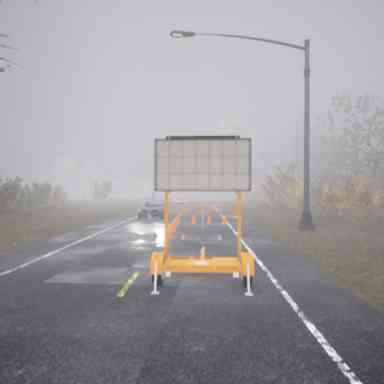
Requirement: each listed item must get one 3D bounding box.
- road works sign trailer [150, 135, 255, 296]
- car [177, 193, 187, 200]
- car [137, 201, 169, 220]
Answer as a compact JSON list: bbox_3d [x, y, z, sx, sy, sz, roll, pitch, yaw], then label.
[{"bbox_3d":[0.273,0.389,8.458,2.380,3.560,2.880,0,1,3],"label":"road works sign trailer"},{"bbox_3d":[-2.014,0.874,67.126,1.882,1.535,5.008,0,1,1],"label":"car"},{"bbox_3d":[-2.925,1.374,25.535,1.895,1.301,4.718,0,1,1],"label":"car"}]
